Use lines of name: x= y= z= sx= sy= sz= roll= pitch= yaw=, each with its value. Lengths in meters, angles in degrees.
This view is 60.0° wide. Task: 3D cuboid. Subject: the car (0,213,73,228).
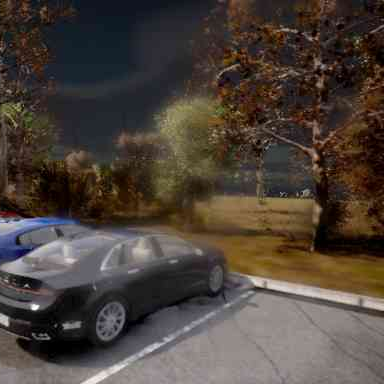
car: x=-3.370 y=1.360 z=7.988 sx=2.097 sy=1.535 sz=5.008 roll=1 pitch=1 yaw=35

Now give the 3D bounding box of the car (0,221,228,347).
car: x=-1.070 y=1.409 z=6.350 sx=2.231 sy=1.521 sz=4.892 roll=1 pitch=1 yaw=35
